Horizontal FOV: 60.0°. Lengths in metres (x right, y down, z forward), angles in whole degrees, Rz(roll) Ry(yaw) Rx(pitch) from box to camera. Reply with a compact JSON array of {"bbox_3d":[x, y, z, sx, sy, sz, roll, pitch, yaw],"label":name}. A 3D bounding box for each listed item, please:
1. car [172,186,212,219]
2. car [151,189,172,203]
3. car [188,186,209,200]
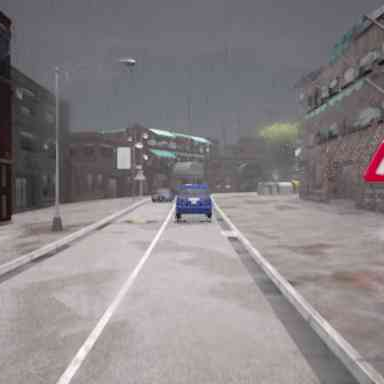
[{"bbox_3d":[0.099,0.598,21.381,2.150,2.045,5.566,0,2,0],"label":"car"},{"bbox_3d":[-2.894,0.369,33.862,1.994,1.385,4.181,0,3,2],"label":"car"},{"bbox_3d":[0.798,0.052,39.632,1.812,1.442,4.674,0,2,9],"label":"car"}]
